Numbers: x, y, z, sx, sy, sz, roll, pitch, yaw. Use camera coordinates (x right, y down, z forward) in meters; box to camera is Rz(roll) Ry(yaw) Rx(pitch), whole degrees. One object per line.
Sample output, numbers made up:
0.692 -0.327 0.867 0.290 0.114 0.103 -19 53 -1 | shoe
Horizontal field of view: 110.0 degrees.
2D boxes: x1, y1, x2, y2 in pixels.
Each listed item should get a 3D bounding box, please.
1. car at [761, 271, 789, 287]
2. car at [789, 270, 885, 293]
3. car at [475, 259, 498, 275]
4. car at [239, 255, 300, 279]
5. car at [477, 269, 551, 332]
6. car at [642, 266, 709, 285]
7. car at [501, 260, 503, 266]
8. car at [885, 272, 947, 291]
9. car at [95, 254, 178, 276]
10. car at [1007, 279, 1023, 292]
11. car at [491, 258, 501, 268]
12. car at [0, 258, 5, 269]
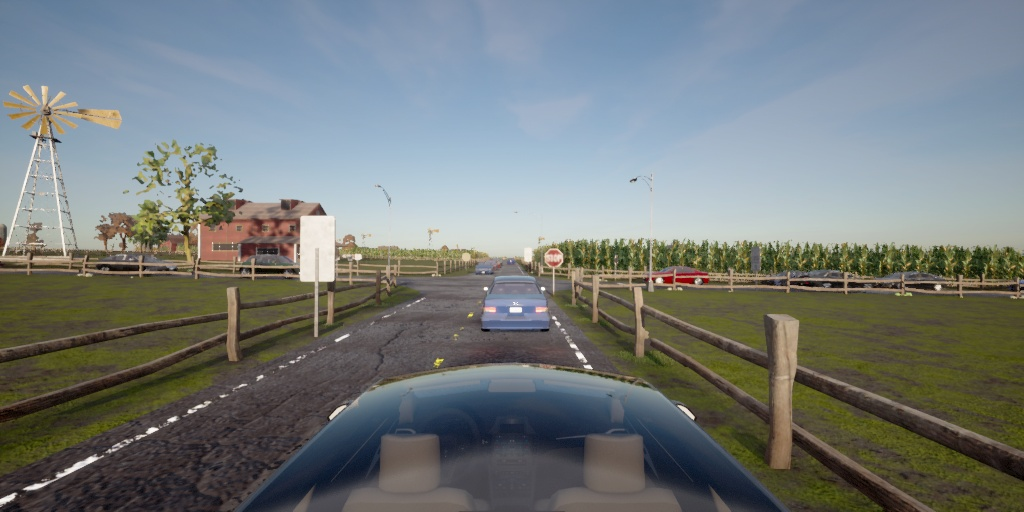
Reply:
22.564 1.893 28.881 4.181 1.385 1.994 1 -1 0 | car
23.398 1.819 25.922 4.892 1.490 1.837 1 -1 0 | car
-2.931 1.315 39.137 2.033 1.411 5.357 0 0 0 | car
-17.094 0.721 26.162 4.553 1.767 2.097 1 -1 0 | car
0.081 1.300 10.851 2.033 1.411 5.357 0 0 0 | car
13.143 1.588 28.930 5.008 1.535 1.882 1 -1 0 | car
-2.948 1.145 61.330 2.097 1.767 4.553 0 0 0 | car
31.774 2.044 28.816 4.892 1.490 1.837 1 -1 0 | car
-27.303 0.623 26.221 4.902 1.511 2.128 1 -1 0 | car
43.034 2.277 28.712 5.008 1.535 1.882 2 -1 1 | car
-2.949 1.305 50.317 1.812 1.442 4.674 0 0 0 | car
-40.522 0.306 26.315 5.008 1.535 1.882 1 -1 1 | car
